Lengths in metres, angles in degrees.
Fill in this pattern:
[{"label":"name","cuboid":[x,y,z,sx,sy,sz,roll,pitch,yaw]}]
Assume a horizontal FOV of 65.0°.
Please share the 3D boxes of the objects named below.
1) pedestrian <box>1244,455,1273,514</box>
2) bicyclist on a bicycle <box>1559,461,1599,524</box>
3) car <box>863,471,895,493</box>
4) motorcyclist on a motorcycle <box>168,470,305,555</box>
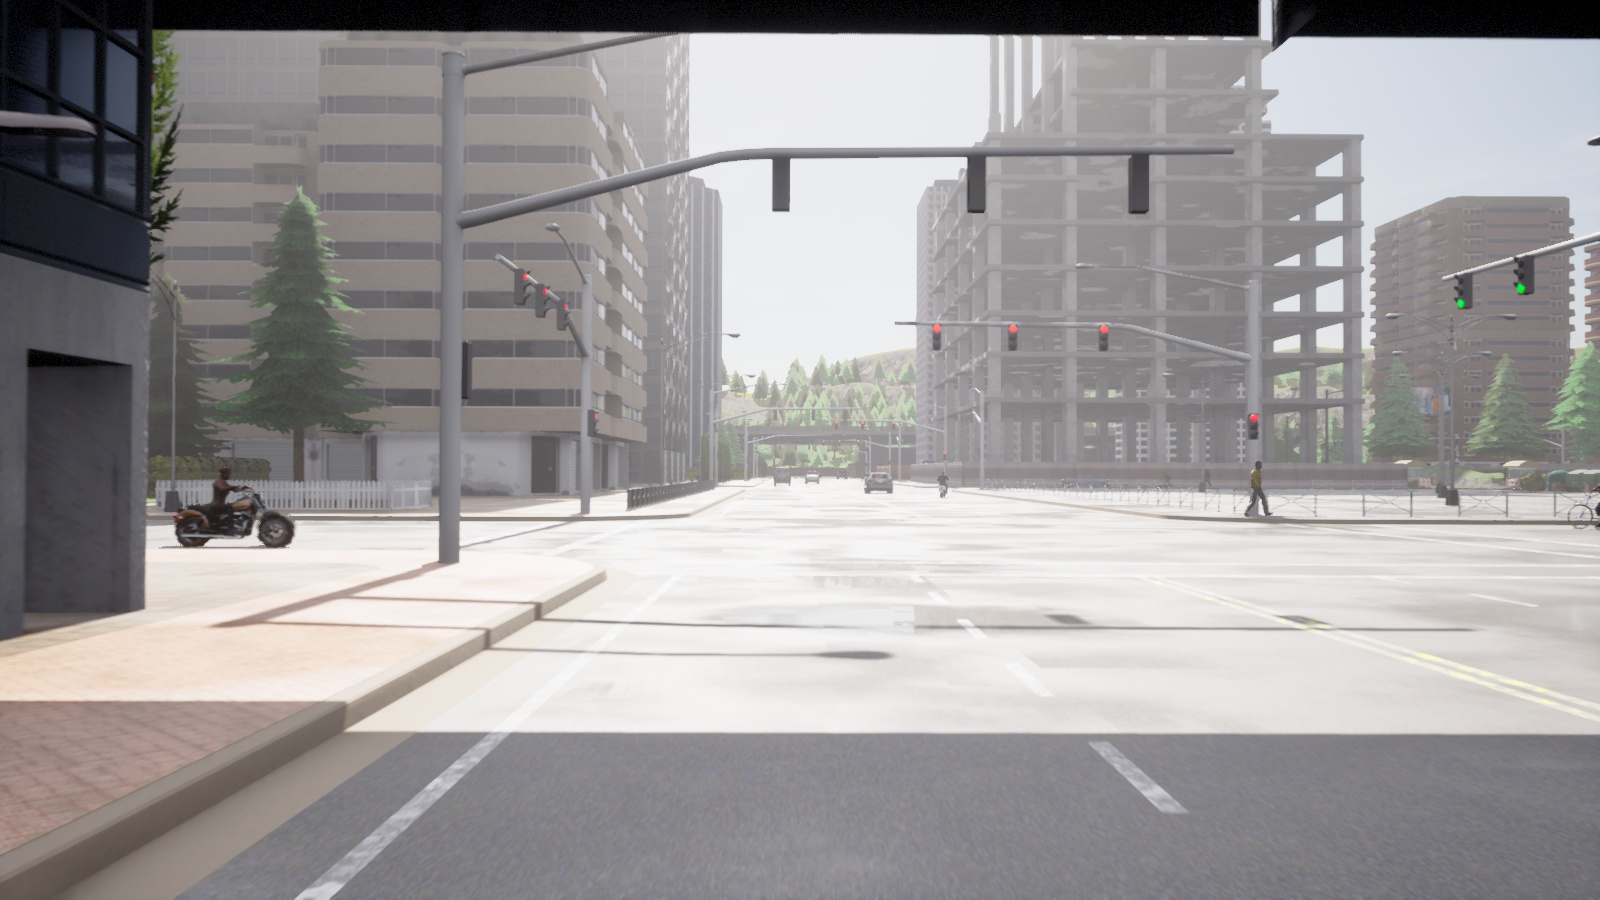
[{"label":"pedestrian","cuboid":[14.545,1.082,39.846,0.431,1.840,0.709,0,-1,-34]},{"label":"bicyclist on a bicycle","cuboid":[22.725,1.192,35.705,1.843,1.776,0.659,0,-1,0]},{"label":"car","cuboid":[5.597,2.253,89.307,1.970,1.475,3.806,0,-1,0]},{"label":"motorcyclist on a motorcycle","cuboid":[-11.115,1.225,24.832,2.350,1.649,0.766,0,-1,-1]}]
